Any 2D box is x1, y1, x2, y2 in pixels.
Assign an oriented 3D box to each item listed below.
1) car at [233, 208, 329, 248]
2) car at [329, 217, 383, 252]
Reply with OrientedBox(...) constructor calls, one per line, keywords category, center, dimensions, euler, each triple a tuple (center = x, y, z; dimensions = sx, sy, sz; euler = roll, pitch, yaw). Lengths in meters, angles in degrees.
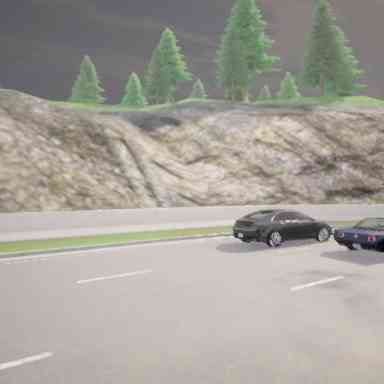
OrientedBox(category="car", center=(4.070, 1.492, 14.691), dimensions=(4.892, 1.490, 1.837), euler=(-1, 0, -30))
OrientedBox(category="car", center=(7.704, 1.585, 12.490), dimensions=(4.718, 1.301, 1.895), euler=(0, 0, -26))
